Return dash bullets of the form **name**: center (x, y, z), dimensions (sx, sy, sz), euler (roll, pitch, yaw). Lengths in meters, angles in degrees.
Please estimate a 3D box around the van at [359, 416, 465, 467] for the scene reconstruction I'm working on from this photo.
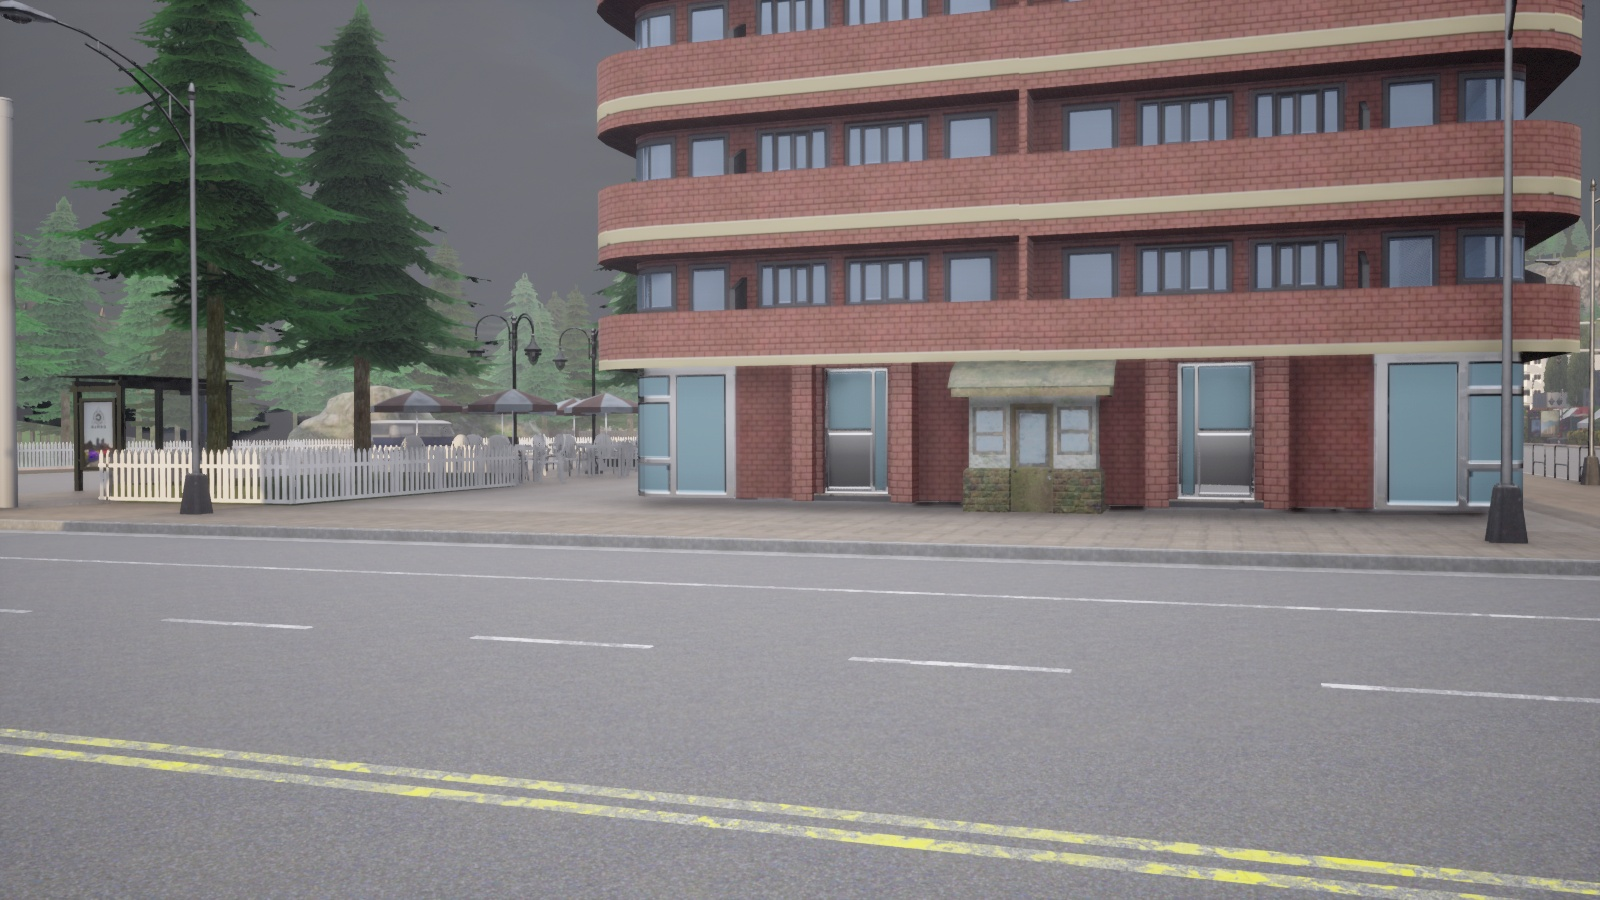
- **van**: center (-15.905, -0.364, 51.701), dimensions (1.775, 1.987, 4.442), euler (1, 1, 22)
